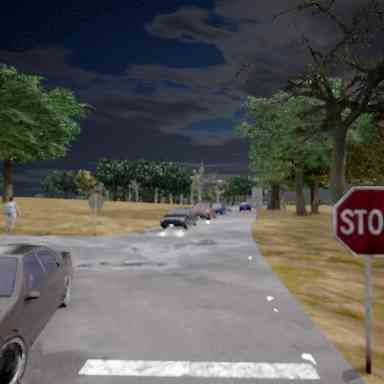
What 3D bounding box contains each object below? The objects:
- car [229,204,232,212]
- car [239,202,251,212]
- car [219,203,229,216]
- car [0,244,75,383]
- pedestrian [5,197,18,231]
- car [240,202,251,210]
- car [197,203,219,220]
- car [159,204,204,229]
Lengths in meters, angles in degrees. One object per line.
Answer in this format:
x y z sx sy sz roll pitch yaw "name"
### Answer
5.298 2.562 53.392 1.895 1.301 4.718 0 -1 11 "car"
8.797 2.476 55.013 1.882 1.535 5.008 0 -1 10 "car"
3.207 2.211 43.277 1.882 1.535 5.008 0 -1 12 "car"
-3.171 1.599 5.250 2.033 1.411 5.357 0 -1 -9 "car"
-9.774 1.161 17.945 0.375 1.860 0.375 0 -4 3 "pedestrian"
10.452 2.739 65.211 1.882 1.535 5.008 0 -2 8 "car"
1.109 1.884 33.845 2.097 1.767 4.553 0 -1 12 "car"
-0.799 1.883 24.552 2.033 1.411 5.357 0 -1 12 "car"
